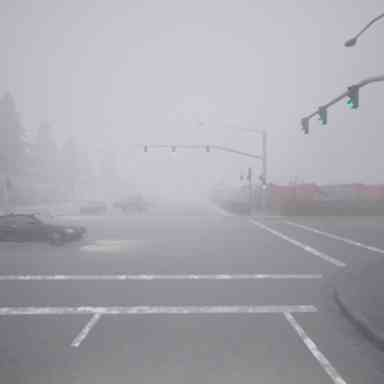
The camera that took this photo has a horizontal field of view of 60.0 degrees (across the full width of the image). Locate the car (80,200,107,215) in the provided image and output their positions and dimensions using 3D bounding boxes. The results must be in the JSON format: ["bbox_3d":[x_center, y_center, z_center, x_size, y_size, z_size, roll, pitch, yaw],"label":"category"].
[{"bbox_3d":[-10.520,1.620,35.652,1.882,1.535,5.008,0,0,0],"label":"car"}]

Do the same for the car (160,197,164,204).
[{"bbox_3d":[-6.846,1.796,70.103,2.033,1.411,5.357,0,0,0],"label":"car"}]

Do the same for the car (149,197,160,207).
[{"bbox_3d":[-6.962,1.696,54.698,1.882,1.535,5.008,0,0,0],"label":"car"}]

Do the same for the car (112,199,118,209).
[{"bbox_3d":[-10.482,1.675,49.645,1.882,1.535,5.008,0,0,0],"label":"car"}]

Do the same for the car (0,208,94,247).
[{"bbox_3d":[-7.052,1.610,14.715,4.674,1.442,1.812,0,0,4],"label":"car"}]

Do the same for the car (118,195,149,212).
[{"bbox_3d":[-7.011,1.384,40.800,2.150,2.045,5.566,0,0,1],"label":"car"}]

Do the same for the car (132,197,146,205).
[{"bbox_3d":[-10.375,1.787,65.497,1.812,1.442,4.674,0,0,1],"label":"car"}]
